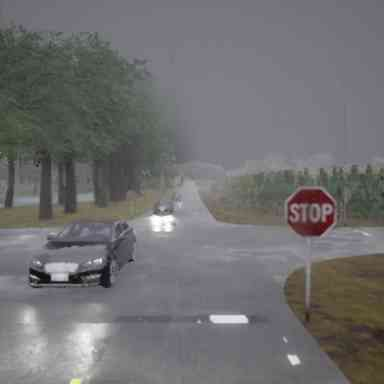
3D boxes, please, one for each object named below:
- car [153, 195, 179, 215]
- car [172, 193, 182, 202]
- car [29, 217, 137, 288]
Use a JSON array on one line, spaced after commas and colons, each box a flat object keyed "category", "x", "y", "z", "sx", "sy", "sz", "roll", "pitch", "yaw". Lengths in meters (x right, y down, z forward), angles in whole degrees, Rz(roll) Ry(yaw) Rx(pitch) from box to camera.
[{"category": "car", "x": -2.761, "y": 1.391, "z": 33.261, "sx": 2.128, "sy": 1.511, "sz": 4.902, "roll": 0, "pitch": 1, "yaw": 0}, {"category": "car", "x": -2.770, "y": 0.888, "z": 58.528, "sx": 1.837, "sy": 1.490, "sz": 4.892, "roll": 0, "pitch": 1, "yaw": 0}, {"category": "car", "x": -2.754, "y": 1.512, "z": 9.387, "sx": 2.128, "sy": 1.511, "sz": 4.902, "roll": 0, "pitch": 0, "yaw": 0}]
